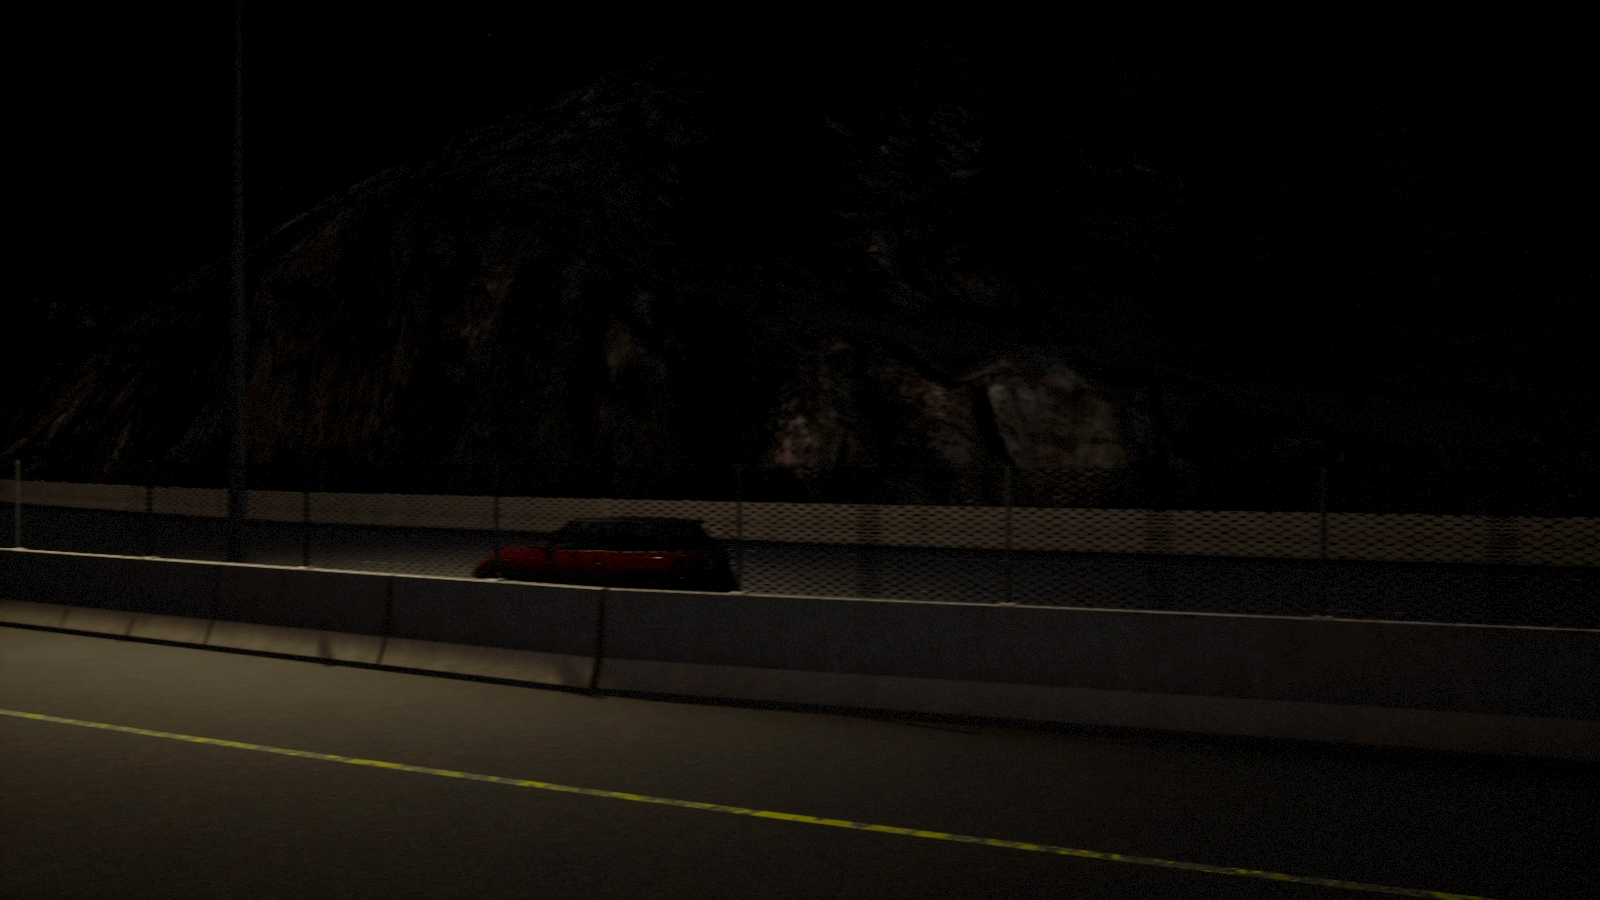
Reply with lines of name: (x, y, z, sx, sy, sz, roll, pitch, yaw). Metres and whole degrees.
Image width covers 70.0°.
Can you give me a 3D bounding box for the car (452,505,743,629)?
car: (-3.500, 1.920, 19.778, 4.553, 1.767, 2.097, 0, 0, 23)
